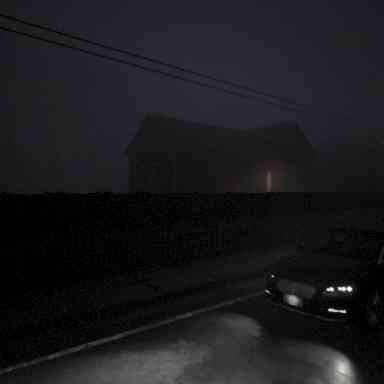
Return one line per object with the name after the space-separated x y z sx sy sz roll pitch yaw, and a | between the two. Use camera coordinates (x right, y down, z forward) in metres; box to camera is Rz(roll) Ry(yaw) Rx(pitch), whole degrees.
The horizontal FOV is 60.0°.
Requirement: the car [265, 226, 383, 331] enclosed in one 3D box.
3.549 1.518 7.056 4.902 1.511 2.128 0 0 -40 | car
